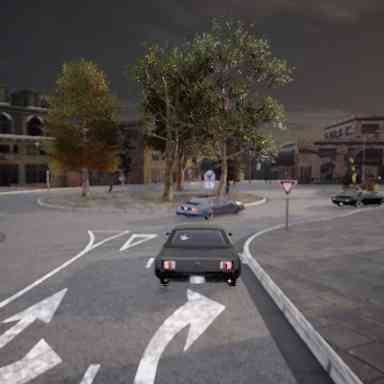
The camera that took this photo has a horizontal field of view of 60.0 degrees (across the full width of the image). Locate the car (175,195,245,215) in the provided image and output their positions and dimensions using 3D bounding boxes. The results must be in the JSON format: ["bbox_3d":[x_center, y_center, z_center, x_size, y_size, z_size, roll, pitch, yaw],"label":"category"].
[{"bbox_3d":[1.314,0.896,21.487,2.033,1.411,5.357,4,6,42],"label":"car"}]

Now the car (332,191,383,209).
[{"bbox_3d":[13.682,0.548,26.838,4.718,1.301,1.895,-2,5,-24],"label":"car"}]

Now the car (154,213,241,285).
[{"bbox_3d":[0.193,1.532,9.325,1.895,1.301,4.718,0,1,2],"label":"car"}]
